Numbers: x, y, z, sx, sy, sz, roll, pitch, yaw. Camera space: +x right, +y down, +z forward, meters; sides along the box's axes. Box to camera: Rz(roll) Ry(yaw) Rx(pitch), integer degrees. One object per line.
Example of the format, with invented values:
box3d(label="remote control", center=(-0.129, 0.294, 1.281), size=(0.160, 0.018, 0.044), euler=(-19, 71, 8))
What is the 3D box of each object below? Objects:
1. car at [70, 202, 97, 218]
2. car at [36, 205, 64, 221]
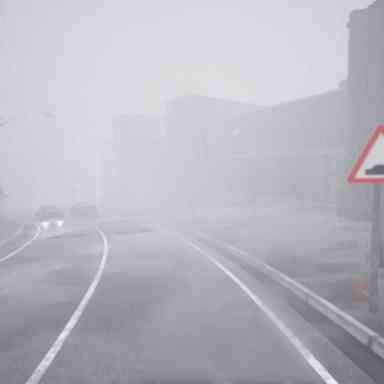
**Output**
box3d(label="car", center=(-11.188, 1.798, 34.217), size=(1.812, 1.442, 4.674), euler=(-3, 1, -34))
box3d(label="car", center=(-13.711, 1.992, 31.954), size=(1.994, 1.385, 4.181), euler=(-3, 0, -34))
